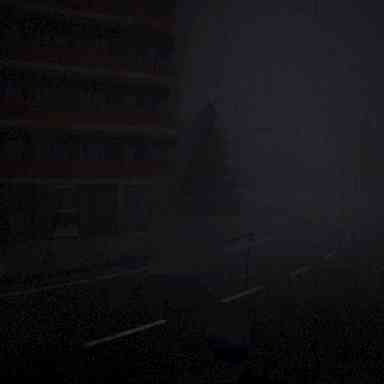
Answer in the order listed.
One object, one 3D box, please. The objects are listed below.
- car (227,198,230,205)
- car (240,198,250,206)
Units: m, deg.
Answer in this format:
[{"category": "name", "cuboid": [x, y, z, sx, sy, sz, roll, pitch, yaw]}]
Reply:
[{"category": "car", "cuboid": [5.435, 1.693, 54.632, 1.837, 1.490, 4.892, 0, -1, -15]}, {"category": "car", "cuboid": [8.235, 1.738, 57.651, 2.033, 1.411, 5.357, 0, 0, -16]}]
